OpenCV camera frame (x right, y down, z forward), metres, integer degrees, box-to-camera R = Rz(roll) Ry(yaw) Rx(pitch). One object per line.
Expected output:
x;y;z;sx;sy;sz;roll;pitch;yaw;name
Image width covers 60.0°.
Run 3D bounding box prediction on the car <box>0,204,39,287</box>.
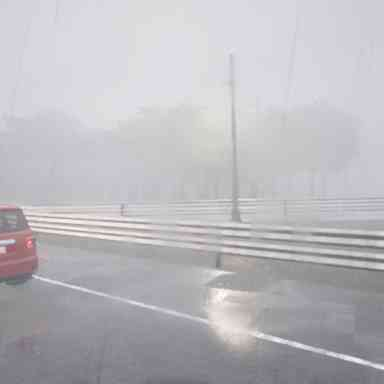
-6.113;1.304;8.344;5.566;2.045;2.150;0;0;36;car
